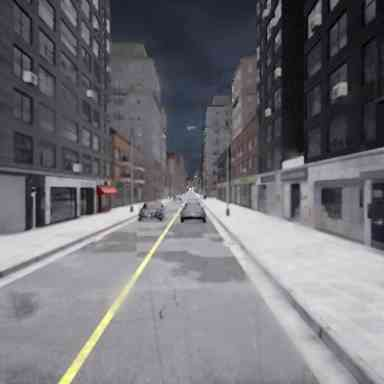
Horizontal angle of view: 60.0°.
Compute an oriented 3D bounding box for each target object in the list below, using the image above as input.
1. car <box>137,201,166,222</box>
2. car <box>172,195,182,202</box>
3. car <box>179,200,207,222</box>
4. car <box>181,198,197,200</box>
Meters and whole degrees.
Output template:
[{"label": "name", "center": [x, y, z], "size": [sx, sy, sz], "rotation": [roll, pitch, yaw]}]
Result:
[{"label": "car", "center": [-3.094, 1.488, 26.330], "size": [1.837, 1.490, 4.892], "rotation": [0, 0, 0]}, {"label": "car", "center": [-2.985, 1.269, 68.254], "size": [1.812, 1.442, 4.674], "rotation": [0, 0, 0]}, {"label": "car", "center": [0.097, 1.547, 25.831], "size": [1.994, 1.385, 4.181], "rotation": [0, 0, 0]}, {"label": "car", "center": [0.074, 1.521, 36.988], "size": [2.033, 1.411, 5.357], "rotation": [0, 0, 1]}]
